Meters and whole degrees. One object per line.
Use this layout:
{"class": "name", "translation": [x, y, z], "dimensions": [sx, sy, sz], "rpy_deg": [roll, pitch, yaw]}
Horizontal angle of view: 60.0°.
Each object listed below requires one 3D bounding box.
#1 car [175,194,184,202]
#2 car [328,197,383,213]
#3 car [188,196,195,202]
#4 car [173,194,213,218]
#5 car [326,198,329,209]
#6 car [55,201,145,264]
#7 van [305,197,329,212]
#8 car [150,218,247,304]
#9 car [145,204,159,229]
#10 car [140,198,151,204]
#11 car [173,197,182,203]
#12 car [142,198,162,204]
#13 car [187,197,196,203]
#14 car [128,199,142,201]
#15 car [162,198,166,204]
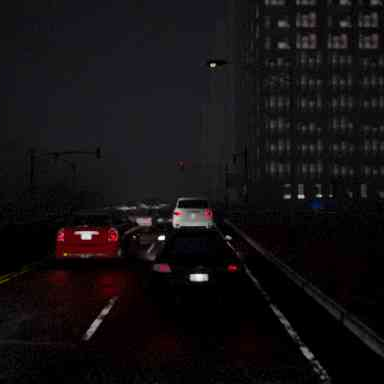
{"class": "car", "translation": [-3.465, 1.631, 91.490], "dimensions": [2.150, 2.045, 5.566], "rpy_deg": [0, -1, 0]}
{"class": "car", "translation": [16.243, 1.407, 32.217], "dimensions": [4.829, 1.417, 1.752], "rpy_deg": [0, -2, -1]}
{"class": "car", "translation": [-0.215, 1.884, 91.464], "dimensions": [1.882, 1.535, 5.008], "rpy_deg": [0, -1, 0]}
{"class": "car", "translation": [0.053, 1.266, 19.330], "dimensions": [2.150, 2.045, 5.566], "rpy_deg": [0, 0, 0]}
{"class": "car", "translation": [18.614, 1.589, 37.669], "dimensions": [5.357, 1.411, 2.033], "rpy_deg": [0, -2, -1]}
{"class": "car", "translation": [-3.179, 1.374, 12.125], "dimensions": [2.097, 1.767, 4.553], "rpy_deg": [0, 0, 0]}
{"class": "van", "translation": [15.842, 1.480, 40.238], "dimensions": [3.998, 1.788, 1.690], "rpy_deg": [0, -2, -1]}
{"class": "car", "translation": [0.091, 1.577, 8.258], "dimensions": [1.994, 1.385, 4.181], "rpy_deg": [0, 0, -1]}
{"class": "car", "translation": [-3.205, 1.651, 21.020], "dimensions": [1.895, 1.301, 4.718], "rpy_deg": [0, 0, 0]}
{"class": "car", "translation": [-9.918, 1.940, 71.269], "dimensions": [1.895, 1.301, 4.718], "rpy_deg": [0, 0, 0]}
{"class": "car", "translation": [-3.441, 1.903, 81.035], "dimensions": [1.882, 1.535, 5.008], "rpy_deg": [0, -1, 0]}
{"class": "car", "translation": [-6.707, 1.739, 56.350], "dimensions": [1.837, 1.490, 4.892], "rpy_deg": [0, 0, 0]}
{"class": "car", "translation": [-0.191, 1.965, 81.042], "dimensions": [2.033, 1.411, 5.357], "rpy_deg": [0, -1, 0]}
{"class": "car", "translation": [-9.956, 1.834, 56.196], "dimensions": [1.895, 1.301, 4.718], "rpy_deg": [0, 0, 0]}
{"class": "car", "translation": [-6.668, 1.942, 71.437], "dimensions": [1.895, 1.301, 4.718], "rpy_deg": [0, 0, 0]}
